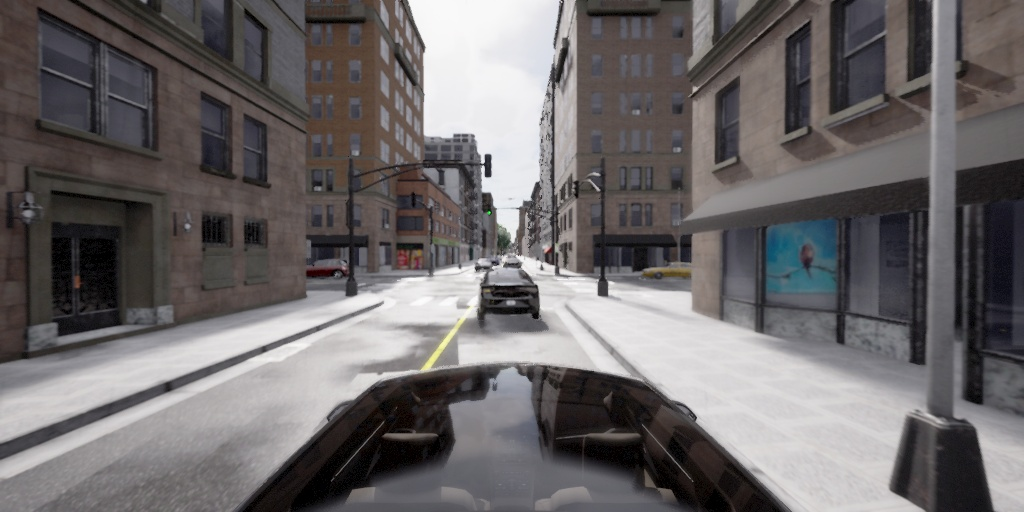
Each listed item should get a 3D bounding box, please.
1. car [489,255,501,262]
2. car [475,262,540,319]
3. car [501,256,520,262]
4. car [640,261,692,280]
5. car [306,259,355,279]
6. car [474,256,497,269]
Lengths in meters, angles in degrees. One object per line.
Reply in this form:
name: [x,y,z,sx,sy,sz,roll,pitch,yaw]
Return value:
car: [-3.061,0.649,57.215,2.097,1.767,4.553,0,1,0]
car: [-0.243,1.144,12.520,1.882,1.535,5.008,0,0,-5]
car: [0.098,0.981,36.149,1.837,1.490,4.892,0,0,0]
car: [12.420,1.063,27.649,4.829,1.417,1.751,0,0,1]
car: [-14.604,0.970,27.928,4.097,1.591,1.967,0,0,1]
car: [-3.099,0.989,40.262,2.033,1.411,5.357,0,1,0]
